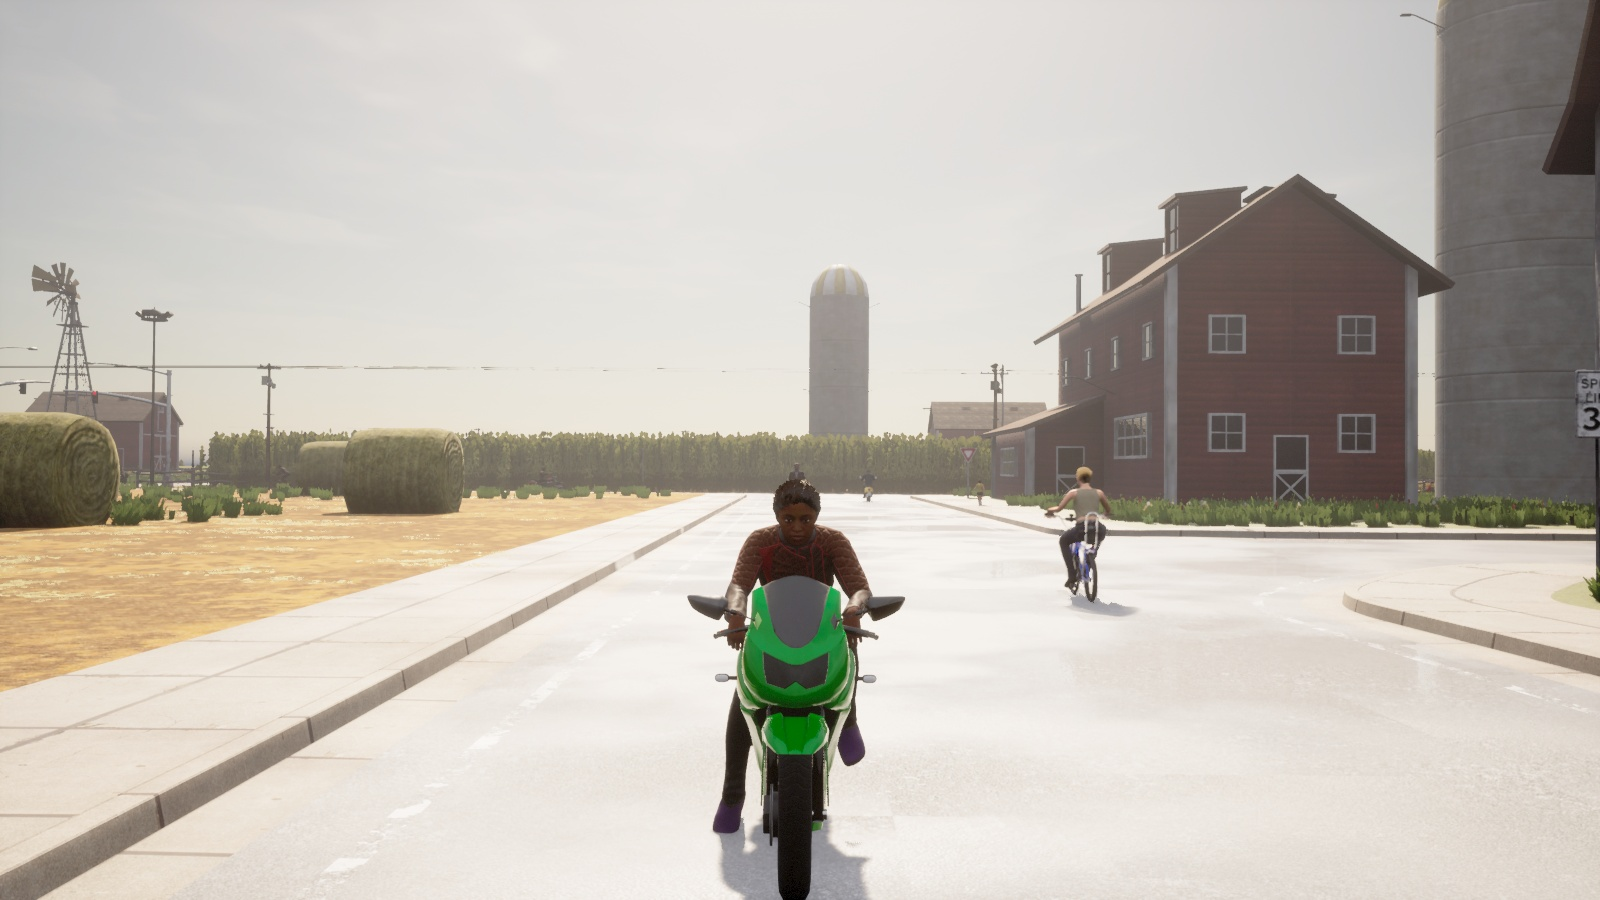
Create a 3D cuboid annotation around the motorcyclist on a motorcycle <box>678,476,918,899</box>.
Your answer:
[{"bbox_3d":[-0.010,0.878,5.209,0.797,1.523,2.044,0,-1,0],"label":"motorcyclist on a motorcycle"}]

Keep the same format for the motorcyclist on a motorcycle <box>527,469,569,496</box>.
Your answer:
[{"bbox_3d":[-15.242,1.952,75.967,2.350,1.649,0.766,0,-1,1],"label":"motorcyclist on a motorcycle"}]

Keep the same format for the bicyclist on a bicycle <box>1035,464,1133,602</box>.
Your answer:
[{"bbox_3d":[3.457,0.984,15.431,0.866,1.612,1.509,0,-1,0],"label":"bicyclist on a bicycle"}]
